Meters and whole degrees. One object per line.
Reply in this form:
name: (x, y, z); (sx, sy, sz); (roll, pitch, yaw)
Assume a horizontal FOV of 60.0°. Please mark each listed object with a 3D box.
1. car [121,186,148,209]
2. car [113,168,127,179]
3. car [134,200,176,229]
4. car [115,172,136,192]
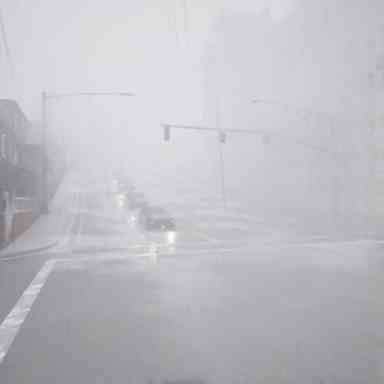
car: (-5.596, 0.729, 33.705); (2.033, 1.411, 5.357); (0, 8, -17)
car: (-11.609, -3.052, 53.403); (1.837, 1.490, 4.892); (0, 12, -16)
car: (-2.662, 1.715, 24.180); (2.033, 1.411, 5.357); (0, 3, -17)
car: (-8.416, -1.125, 42.888); (2.097, 1.767, 4.553); (0, 11, -17)
